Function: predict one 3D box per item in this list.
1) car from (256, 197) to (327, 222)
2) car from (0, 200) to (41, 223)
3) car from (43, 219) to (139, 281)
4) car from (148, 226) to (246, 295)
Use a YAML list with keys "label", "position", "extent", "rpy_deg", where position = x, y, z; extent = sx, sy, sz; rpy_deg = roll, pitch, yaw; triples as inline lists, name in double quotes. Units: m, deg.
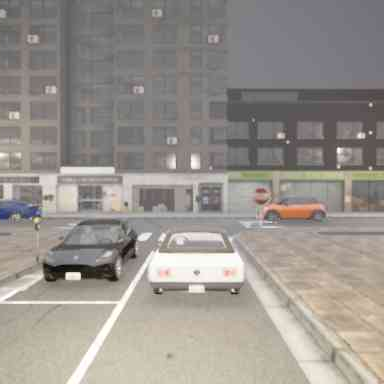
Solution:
- label: "car"
  position: [6.783, 1.131, 23.099]
  extent: [4.553, 1.767, 2.097]
  rpy_deg: [0, 1, 1]
- label: "car"
  position: [-13.177, 1.305, 23.172]
  extent: [5.008, 1.535, 1.882]
  rpy_deg: [0, 0, 1]
- label: "car"
  position: [-2.641, 1.484, 9.566]
  extent: [1.947, 1.339, 4.313]
  rpy_deg: [0, 0, 0]
- label: "car"
  position: [0.111, 1.528, 8.499]
  extent: [1.895, 1.301, 4.718]
  rpy_deg: [0, 0, 1]
